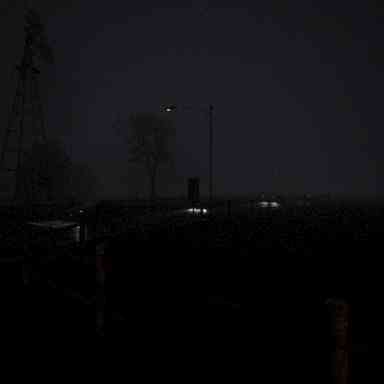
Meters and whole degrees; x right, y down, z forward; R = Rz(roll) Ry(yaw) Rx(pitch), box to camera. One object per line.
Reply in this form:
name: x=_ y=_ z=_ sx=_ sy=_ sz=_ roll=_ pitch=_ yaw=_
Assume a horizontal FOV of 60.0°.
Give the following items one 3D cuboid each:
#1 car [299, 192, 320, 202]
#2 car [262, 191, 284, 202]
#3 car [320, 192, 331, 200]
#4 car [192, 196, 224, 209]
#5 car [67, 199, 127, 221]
car: x=18.959 y=0.800 z=54.360 sx=1.812 sy=1.442 sz=4.674 roll=1 pitch=2 yaw=35
car: x=12.689 y=0.632 z=51.772 sx=2.097 sy=1.767 sz=4.553 roll=1 pitch=2 yaw=36
car: x=24.757 y=0.710 z=62.544 sx=1.994 sy=1.385 sz=4.181 roll=1 pitch=1 yaw=36
car: x=1.818 y=1.088 z=36.579 sx=1.994 sy=1.385 sz=4.181 roll=1 pitch=1 yaw=36
car: x=-6.833 y=1.248 z=24.386 sx=1.812 sy=1.442 sz=4.674 roll=1 pitch=2 yaw=35
